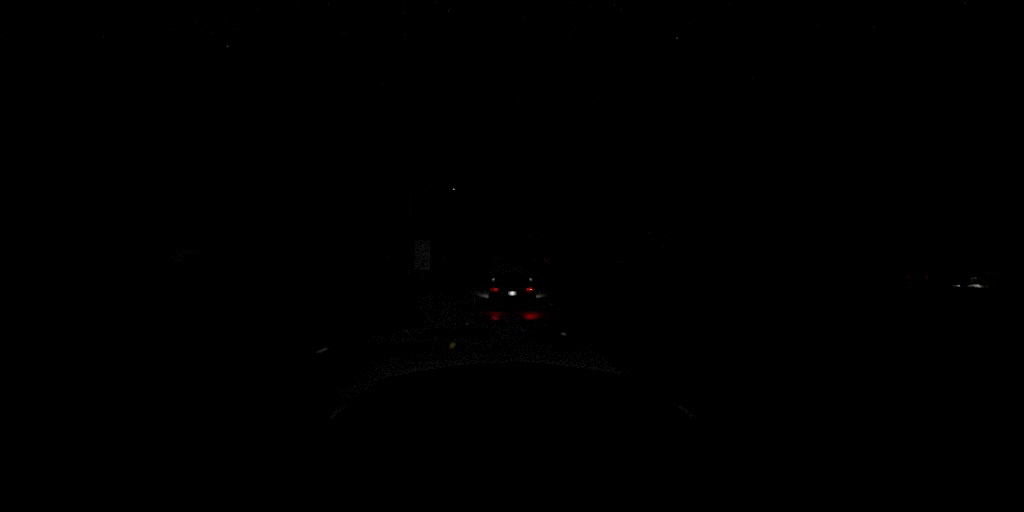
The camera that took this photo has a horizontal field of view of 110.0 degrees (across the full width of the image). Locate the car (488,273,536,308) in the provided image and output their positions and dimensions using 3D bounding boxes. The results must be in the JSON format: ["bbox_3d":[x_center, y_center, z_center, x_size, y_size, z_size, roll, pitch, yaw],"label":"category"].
[{"bbox_3d":[0.004,1.454,16.005,1.994,1.385,4.181,0,-1,0],"label":"car"}]

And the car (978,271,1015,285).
[{"bbox_3d":[51.645,2.367,39.034,4.674,1.442,1.812,0,-2,0],"label":"car"}]

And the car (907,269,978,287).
[{"bbox_3d":[42.355,2.127,35.581,4.553,1.767,2.097,0,-2,0],"label":"car"}]
